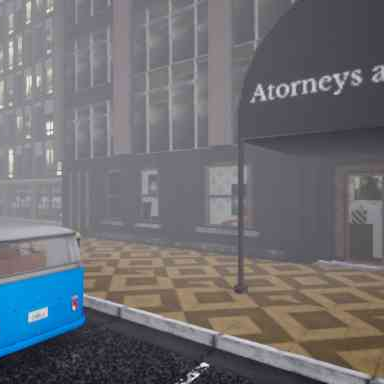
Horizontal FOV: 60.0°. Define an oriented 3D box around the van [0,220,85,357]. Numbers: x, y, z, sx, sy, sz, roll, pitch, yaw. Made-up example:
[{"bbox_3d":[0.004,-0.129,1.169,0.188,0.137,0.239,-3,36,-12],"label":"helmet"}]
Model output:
[{"bbox_3d":[-3.483,1.343,5.349,3.998,1.788,1.690,0,0,35],"label":"van"}]
